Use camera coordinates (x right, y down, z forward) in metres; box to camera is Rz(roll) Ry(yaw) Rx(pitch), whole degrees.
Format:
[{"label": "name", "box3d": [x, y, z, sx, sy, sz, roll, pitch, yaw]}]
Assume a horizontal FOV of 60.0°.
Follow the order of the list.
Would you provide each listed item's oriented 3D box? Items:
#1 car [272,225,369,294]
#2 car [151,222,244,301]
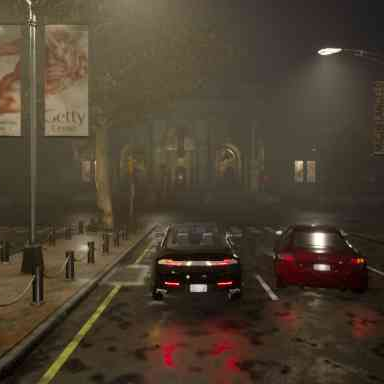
[{"label": "car", "box3d": [3.250, 1.563, 8.974, 1.994, 1.385, 4.181, 0, 0, 14]}, {"label": "car", "box3d": [0.078, 1.491, 8.321, 2.128, 1.511, 4.902, 0, 0, -1]}]
